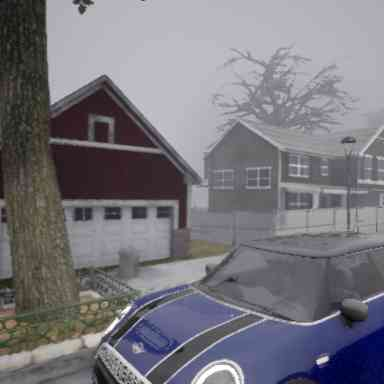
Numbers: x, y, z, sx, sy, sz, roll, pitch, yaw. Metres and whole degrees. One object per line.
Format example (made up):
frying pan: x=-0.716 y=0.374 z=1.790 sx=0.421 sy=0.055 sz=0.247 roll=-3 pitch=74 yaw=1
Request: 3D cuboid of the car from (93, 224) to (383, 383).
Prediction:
car: x=1.203 y=1.353 z=3.988 sx=4.553 sy=1.767 sz=2.097 roll=0 pitch=0 yaw=-36
